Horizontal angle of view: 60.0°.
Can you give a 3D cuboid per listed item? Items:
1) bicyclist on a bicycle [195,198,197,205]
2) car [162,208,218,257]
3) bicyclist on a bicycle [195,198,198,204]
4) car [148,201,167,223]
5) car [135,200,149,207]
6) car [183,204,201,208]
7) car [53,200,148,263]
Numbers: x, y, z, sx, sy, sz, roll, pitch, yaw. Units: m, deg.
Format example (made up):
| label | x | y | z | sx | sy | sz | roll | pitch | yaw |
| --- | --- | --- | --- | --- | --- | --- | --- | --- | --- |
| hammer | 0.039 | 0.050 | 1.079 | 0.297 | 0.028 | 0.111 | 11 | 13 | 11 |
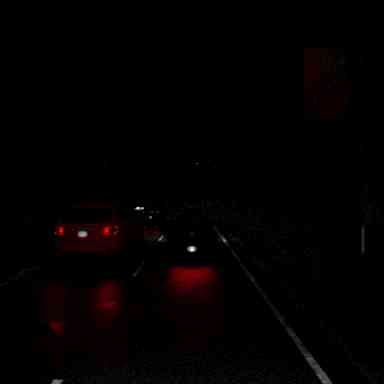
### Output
| label | x | y | z | sx | sy | sz | roll | pitch | yaw |
| --- | --- | --- | --- | --- | --- | --- | --- | --- | --- |
| bicyclist on a bicycle | 0.883 | 2.261 | 76.305 | 0.582 | 1.620 | 1.656 | 0 | -1 | 0 |
| car | 0.013 | 1.651 | 13.504 | 1.837 | 1.490 | 4.892 | 0 | 0 | 0 |
| bicyclist on a bicycle | 0.883 | 2.169 | 67.304 | 0.582 | 1.620 | 1.656 | 0 | -1 | 0 |
| car | -3.240 | 1.799 | 28.519 | 2.128 | 1.511 | 4.902 | 0 | 0 | 0 |
| car | -9.775 | 2.252 | 64.936 | 1.994 | 1.385 | 4.181 | 0 | -1 | 0 |
| car | 0.017 | 1.792 | 29.252 | 1.882 | 1.535 | 5.008 | 0 | 0 | 0 |
| car | -3.246 | 1.359 | 12.586 | 2.150 | 2.045 | 5.566 | 0 | 0 | 0 |
